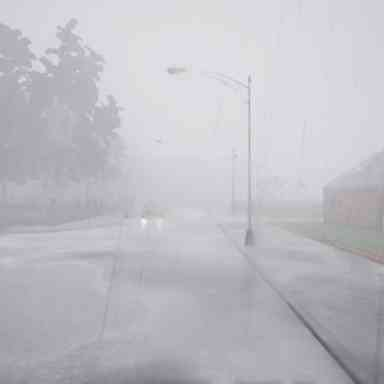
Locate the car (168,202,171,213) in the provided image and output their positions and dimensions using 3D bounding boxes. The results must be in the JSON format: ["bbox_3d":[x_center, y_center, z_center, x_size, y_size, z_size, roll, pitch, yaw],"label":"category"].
[{"bbox_3d":[-4.101,1.938,46.046,2.097,1.767,4.553,0,-1,0],"label":"car"}]

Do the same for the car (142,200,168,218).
[{"bbox_3d":[-4.117,1.808,35.795,2.097,1.767,4.553,0,-1,0],"label":"car"}]
